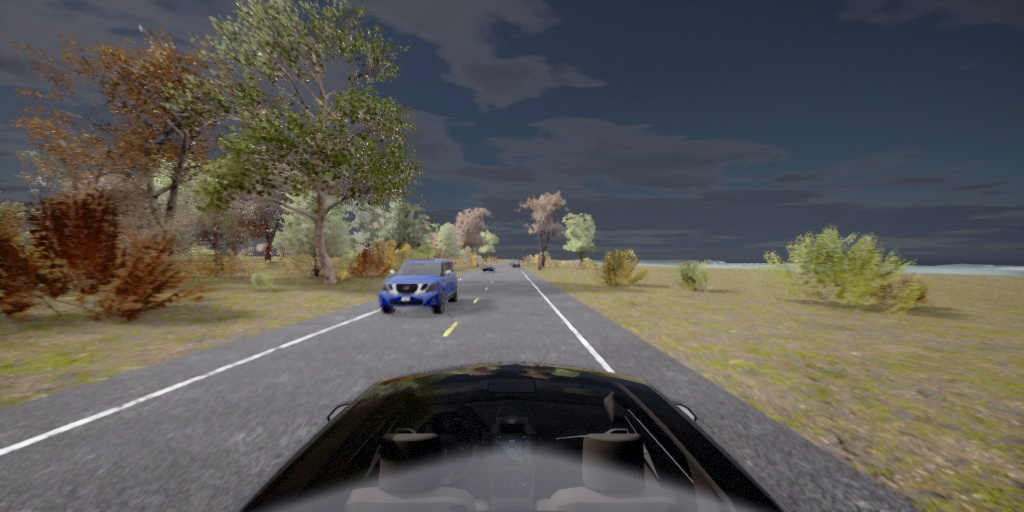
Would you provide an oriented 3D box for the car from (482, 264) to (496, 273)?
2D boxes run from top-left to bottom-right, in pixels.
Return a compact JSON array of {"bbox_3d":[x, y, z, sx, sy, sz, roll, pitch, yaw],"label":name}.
[{"bbox_3d":[-3.582,1.960,56.158,1.895,1.301,4.718,0,-1,0],"label":"car"}]

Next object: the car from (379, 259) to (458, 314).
[{"bbox_3d":[-3.607,1.121,14.931,2.150,2.045,5.566,0,-1,0],"label":"car"}]
